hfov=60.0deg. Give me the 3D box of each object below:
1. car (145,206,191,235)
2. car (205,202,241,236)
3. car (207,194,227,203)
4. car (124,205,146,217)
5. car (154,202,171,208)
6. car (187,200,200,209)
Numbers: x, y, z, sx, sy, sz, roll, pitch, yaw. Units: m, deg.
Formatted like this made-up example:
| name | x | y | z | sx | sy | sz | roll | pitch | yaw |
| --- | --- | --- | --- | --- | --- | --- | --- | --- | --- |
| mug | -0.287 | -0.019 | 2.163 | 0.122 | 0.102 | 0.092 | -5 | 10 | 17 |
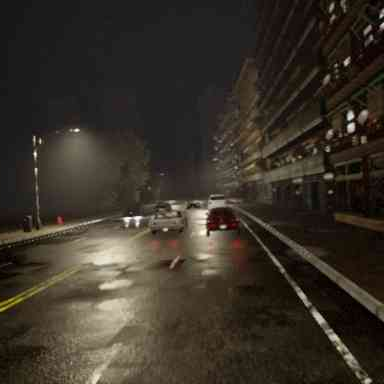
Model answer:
| name | x | y | z | sx | sy | sz | roll | pitch | yaw |
| --- | --- | --- | --- | --- | --- | --- | --- | --- | --- |
| car | -1.343 | 1.816 | 20.898 | 1.895 | 1.301 | 4.718 | -3 | 0 | 4 |
| car | 1.724 | 1.552 | 18.870 | 1.812 | 1.442 | 4.674 | -3 | 0 | 5 |
| car | 2.929 | 1.311 | 38.288 | 2.150 | 2.045 | 5.566 | -3 | 0 | 3 |
| car | -6.886 | 2.225 | 40.121 | 1.994 | 1.385 | 4.181 | -3 | 0 | 3 |
| car | -3.582 | 1.972 | 41.419 | 2.128 | 1.511 | 4.902 | -3 | 0 | 3 |
| car | 0.237 | 1.933 | 51.332 | 1.895 | 1.301 | 4.718 | -3 | 0 | 2 |
